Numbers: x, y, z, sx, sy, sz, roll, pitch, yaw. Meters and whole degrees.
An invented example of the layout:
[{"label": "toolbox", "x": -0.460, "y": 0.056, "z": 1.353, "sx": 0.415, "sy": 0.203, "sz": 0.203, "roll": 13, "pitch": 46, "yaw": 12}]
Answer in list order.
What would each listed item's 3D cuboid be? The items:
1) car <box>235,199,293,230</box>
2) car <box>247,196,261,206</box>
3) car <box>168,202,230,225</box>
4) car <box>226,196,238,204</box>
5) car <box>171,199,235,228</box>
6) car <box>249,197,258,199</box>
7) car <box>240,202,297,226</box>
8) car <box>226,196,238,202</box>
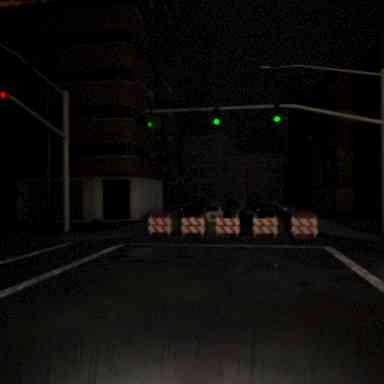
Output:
[{"label": "car", "x": 4.620, "y": 1.436, "z": 20.768, "sx": 2.038, "sy": 1.542, "sz": 4.974, "roll": -1, "pitch": 0, "yaw": -11}, {"label": "car", "x": 8.729, "y": 1.274, "z": 47.100, "sx": 1.853, "sy": 1.218, "sz": 4.536, "roll": -1, "pitch": 0, "yaw": 9}, {"label": "car", "x": 0.598, "y": 1.319, "z": 21.812, "sx": 1.853, "sy": 1.218, "sz": 4.536, "roll": -1, "pitch": 0, "yaw": 34}, {"label": "car", "x": 6.777, "y": 1.305, "z": 56.077, "sx": 1.853, "sy": 1.218, "sz": 4.536, "roll": -1, "pitch": 0, "yaw": 9}, {"label": "car", "x": 0.570, "y": 1.477, "z": 21.769, "sx": 2.038, "sy": 1.542, "sz": 4.974, "roll": -1, "pitch": 0, "yaw": 34}, {"label": "car", "x": 8.722, "y": 1.431, "z": 47.048, "sx": 2.038, "sy": 1.542, "sz": 4.974, "roll": -1, "pitch": 0, "yaw": 9}, {"label": "car", "x": 4.608, "y": 1.278, "z": 20.819, "sx": 1.853, "sy": 1.218, "sz": 4.536, "roll": -1, "pitch": 0, "yaw": -11}, {"label": "car", "x": 6.771, "y": 1.463, "z": 56.025, "sx": 2.038, "sy": 1.542, "sz": 4.974, "roll": -1, "pitch": 0, "yaw": 9}]
